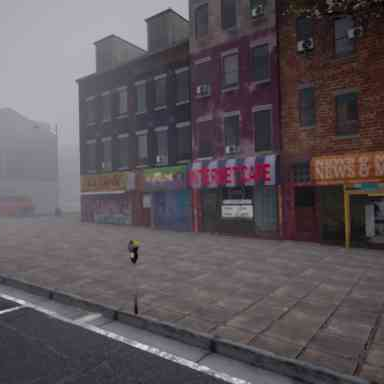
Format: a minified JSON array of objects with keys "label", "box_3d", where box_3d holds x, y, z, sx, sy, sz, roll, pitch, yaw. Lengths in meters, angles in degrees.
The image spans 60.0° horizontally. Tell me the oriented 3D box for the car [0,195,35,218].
[{"label":"car","box_3d":[-16.499,1.280,28.648,2.150,2.045,5.566,-2,-1,36]}]
